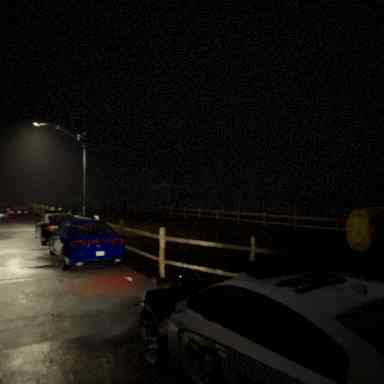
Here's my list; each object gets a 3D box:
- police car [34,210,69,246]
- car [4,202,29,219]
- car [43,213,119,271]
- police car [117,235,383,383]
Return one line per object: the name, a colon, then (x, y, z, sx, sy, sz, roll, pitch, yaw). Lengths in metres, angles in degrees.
police car: (-7.095, 1.761, 17.477, 1.930, 1.638, 5.238, 1, -1, -30)
car: (-18.699, 2.101, 35.801, 2.033, 1.411, 5.357, 1, -1, -30)
car: (-4.016, 1.738, 12.196, 1.882, 1.535, 5.008, 1, -1, -30)
police car: (0.966, 1.523, 3.654, 1.930, 1.638, 5.238, 1, -2, -30)
